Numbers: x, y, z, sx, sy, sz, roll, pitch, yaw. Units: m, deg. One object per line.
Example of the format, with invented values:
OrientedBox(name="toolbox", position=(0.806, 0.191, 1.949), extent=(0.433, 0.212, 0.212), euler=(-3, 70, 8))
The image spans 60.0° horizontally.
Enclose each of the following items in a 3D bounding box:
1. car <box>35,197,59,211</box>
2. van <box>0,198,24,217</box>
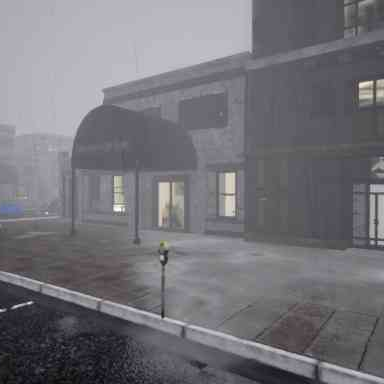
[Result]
OrientedBox(name="car", position=(-16.455, 1.427, 41.236), extent=(2.097, 1.767, 4.553), euler=(0, 0, 35))
OrientedBox(name="van", position=(-17.344, 1.427, 29.862), extent=(1.690, 1.788, 3.998), euler=(0, 0, 35))
